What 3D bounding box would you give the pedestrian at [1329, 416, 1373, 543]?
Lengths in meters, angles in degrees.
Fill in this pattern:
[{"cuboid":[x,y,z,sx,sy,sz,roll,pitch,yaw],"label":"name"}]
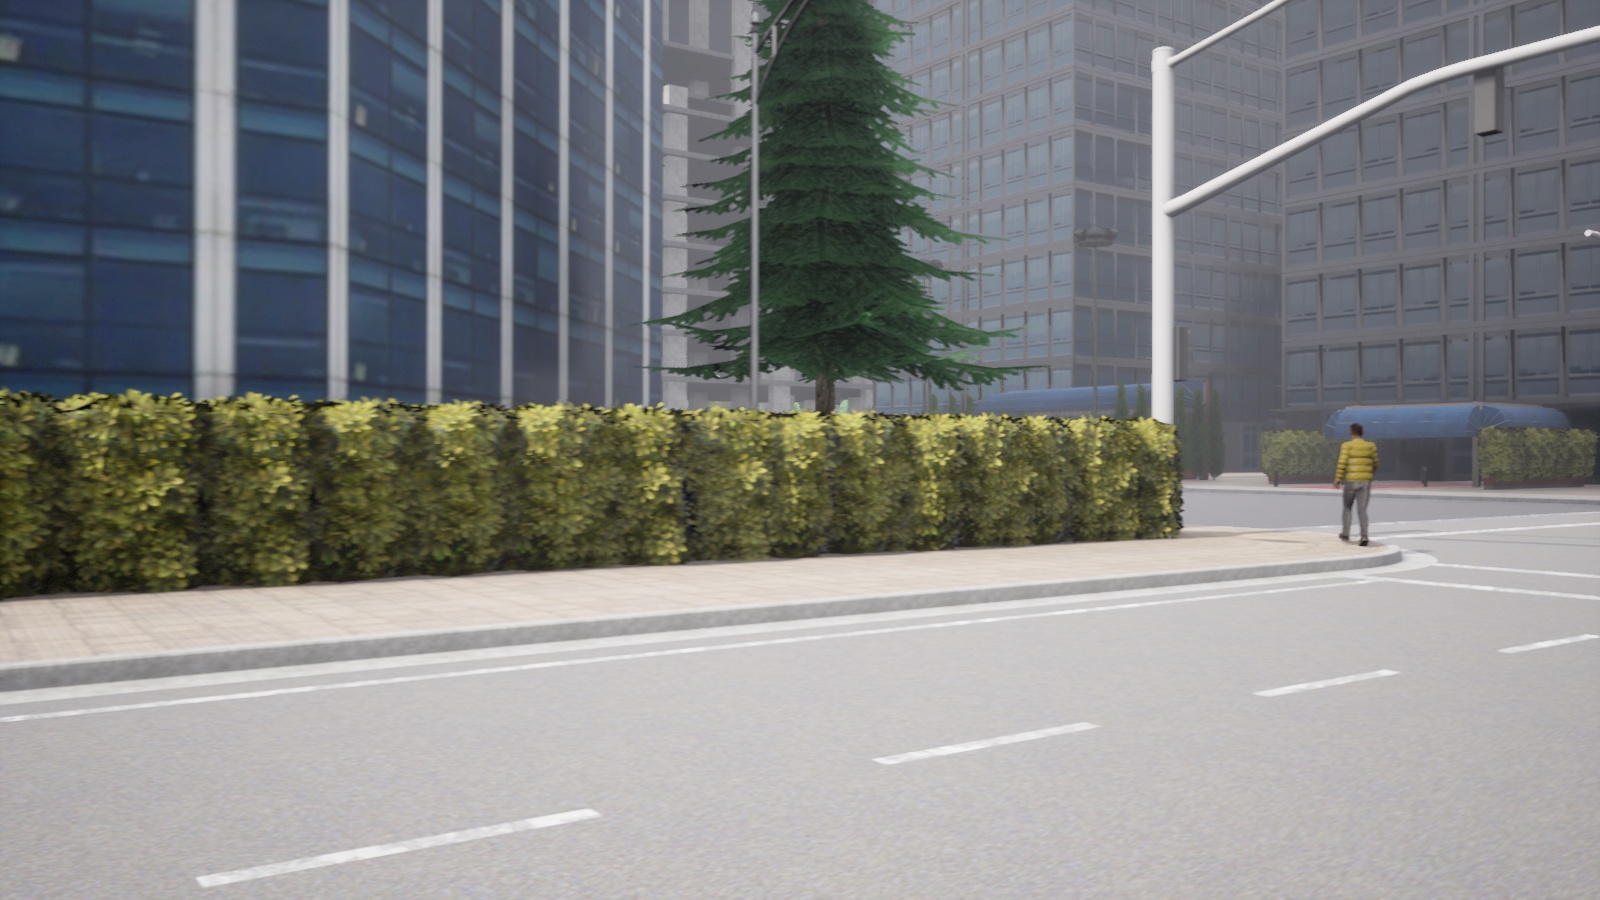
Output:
[{"cuboid":[8.104,0.427,18.481,0.431,1.840,0.709,0,0,10],"label":"pedestrian"}]
